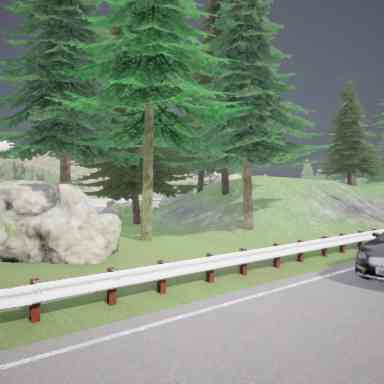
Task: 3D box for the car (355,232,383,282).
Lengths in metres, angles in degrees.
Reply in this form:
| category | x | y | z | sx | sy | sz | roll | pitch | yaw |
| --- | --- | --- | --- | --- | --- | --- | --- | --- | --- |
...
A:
| category | x | y | z | sx | sy | sz | roll | pitch | yaw |
| --- | --- | --- | --- | --- | --- | --- | --- | --- | --- |
| car | 6.201 | 1.489 | 8.844 | 4.902 | 1.511 | 2.128 | 0 | 0 | -37 |
